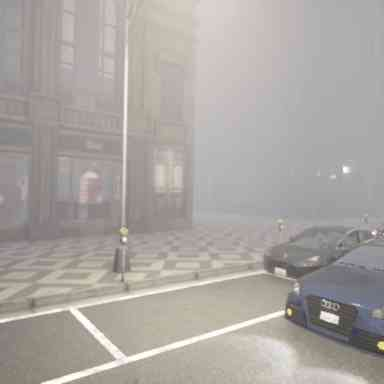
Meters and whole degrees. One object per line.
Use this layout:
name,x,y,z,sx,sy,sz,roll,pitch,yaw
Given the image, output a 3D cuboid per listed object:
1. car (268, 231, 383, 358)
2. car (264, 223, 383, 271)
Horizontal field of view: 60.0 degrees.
car,3.587,1.627,5.873,4.181,1.385,1.994,1,0,-35
car,4.004,1.652,9.609,4.313,1.339,1.947,1,0,-35
